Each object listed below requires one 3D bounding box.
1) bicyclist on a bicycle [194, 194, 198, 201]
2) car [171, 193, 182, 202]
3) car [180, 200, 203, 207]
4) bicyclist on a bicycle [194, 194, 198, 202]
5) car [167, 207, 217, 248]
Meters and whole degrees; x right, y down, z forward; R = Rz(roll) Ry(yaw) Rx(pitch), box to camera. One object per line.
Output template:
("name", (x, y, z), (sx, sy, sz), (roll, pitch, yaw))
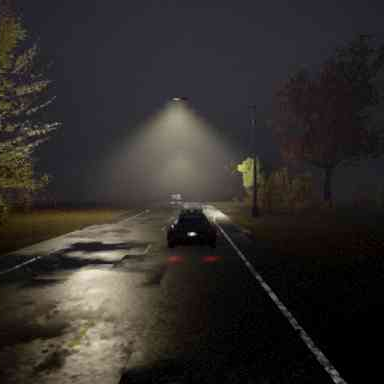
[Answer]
("bicyclist on a bicycle", (0.953, 1.362, 84.079), (0.866, 1.612, 1.509), (0, 0, 0))
("car", (-3.499, 1.138, 75.925), (2.150, 2.045, 5.566), (0, 0, 0))
("car", (0.000, 1.608, 29.680), (1.895, 1.301, 4.718), (0, 0, 0))
("bicyclist on a bicycle", (0.962, 1.324, 75.078), (0.659, 1.776, 1.843), (0, 0, 0))
("car", (0.000, 1.569, 14.650), (1.994, 1.385, 4.181), (0, 0, 0))
